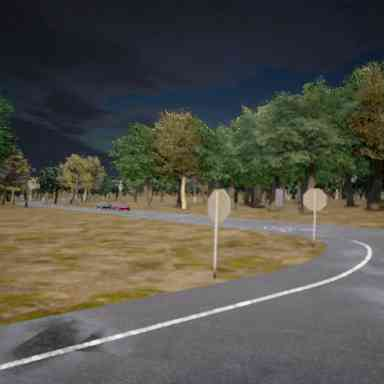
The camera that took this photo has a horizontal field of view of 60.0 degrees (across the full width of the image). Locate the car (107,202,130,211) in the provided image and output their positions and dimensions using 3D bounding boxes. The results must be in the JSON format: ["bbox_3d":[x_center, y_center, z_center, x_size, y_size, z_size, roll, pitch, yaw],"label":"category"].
[{"bbox_3d":[-11.578,2.339,53.647,1.994,1.385,4.181,2,-2,-34],"label":"car"}]

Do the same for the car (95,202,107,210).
[{"bbox_3d":[-15.948,2.466,59.994,1.994,1.385,4.181,2,-2,-34],"label":"car"}]
